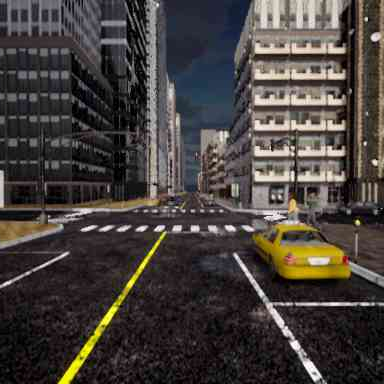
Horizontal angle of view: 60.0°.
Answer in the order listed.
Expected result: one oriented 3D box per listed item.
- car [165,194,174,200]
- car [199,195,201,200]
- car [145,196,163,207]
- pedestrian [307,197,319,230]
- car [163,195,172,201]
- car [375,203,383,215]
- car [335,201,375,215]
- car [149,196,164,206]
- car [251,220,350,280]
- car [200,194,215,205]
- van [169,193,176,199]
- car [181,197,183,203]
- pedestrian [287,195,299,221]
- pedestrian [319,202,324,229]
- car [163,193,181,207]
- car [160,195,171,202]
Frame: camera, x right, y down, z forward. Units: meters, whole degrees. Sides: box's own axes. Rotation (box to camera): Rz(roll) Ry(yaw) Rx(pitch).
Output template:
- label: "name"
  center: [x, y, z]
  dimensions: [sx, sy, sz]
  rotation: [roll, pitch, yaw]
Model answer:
- label: "car"
  center: [-5.548, 1.310, 81.425]
  dimensions: [1.887, 1.381, 4.507]
  rotation: [-1, 0, 0]
- label: "car"
  center: [2.841, 1.190, 87.064]
  dimensions: [1.967, 1.590, 4.097]
  rotation: [-1, 0, 0]
- label: "car"
  center: [-5.613, 1.387, 47.328]
  dimensions: [1.752, 1.417, 4.829]
  rotation: [-1, 0, 0]
- label: "pedestrian"
  center: [6.434, 1.088, 17.840]
  dimensions: [0.375, 1.860, 0.375]
  rotation: [-1, 1, 0]
- label: "car"
  center: [-5.558, 1.364, 75.770]
  dimensions: [1.802, 1.307, 4.206]
  rotation: [-1, 0, 0]
- label: "car"
  center: [19.653, 1.663, 29.992]
  dimensions: [4.718, 1.301, 1.895]
  rotation: [0, 1, 1]
- label: "car"
  center: [16.376, 1.535, 32.635]
  dimensions: [4.403, 1.369, 2.008]
  rotation: [0, 1, 1]
- label: "car"
  center: [-5.602, 1.411, 53.152]
  dimensions: [1.947, 1.339, 4.313]
  rotation: [-1, 0, 0]
- label: "car"
  center: [2.825, 1.496, 9.697]
  dimensions: [1.752, 1.417, 4.829]
  rotation: [-1, 0, 0]
- label: "car"
  center: [2.778, 1.396, 53.137]
  dimensions: [2.008, 1.369, 4.403]
  rotation: [-1, 0, 0]
- label: "van"
  center: [-5.530, 1.075, 92.734]
  dimensions: [1.690, 1.788, 3.998]
  rotation: [-1, 0, 0]
- label: "car"
  center: [-2.906, 1.336, 65.521]
  dimensions: [1.812, 1.442, 4.674]
  rotation: [0, 0, 1]
- label: "pedestrian"
  center: [5.781, 1.093, 19.042]
  dimensions: [0.375, 1.860, 0.375]
  rotation: [-1, 1, 0]
- label: "pedestrian"
  center: [6.932, 1.121, 18.439]
  dimensions: [0.375, 1.860, 0.375]
  rotation: [-1, 1, 0]
- label: "car"
  center: [-2.988, 1.360, 49.486]
  dimensions: [1.837, 1.490, 4.892]
  rotation: [0, 0, 0]
- label: "car"
  center: [-5.569, 1.342, 70.115]
  dimensions: [1.887, 1.381, 4.507]
  rotation: [-1, 0, 0]
